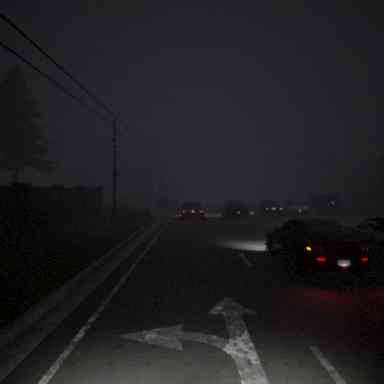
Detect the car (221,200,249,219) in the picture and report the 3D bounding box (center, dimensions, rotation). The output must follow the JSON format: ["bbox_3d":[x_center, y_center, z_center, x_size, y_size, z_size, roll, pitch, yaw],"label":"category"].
[{"bbox_3d":[3.604,1.429,28.241,1.882,1.535,5.008,0,0,0],"label":"car"}]

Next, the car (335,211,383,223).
[{"bbox_3d":[7.100,1.580,12.160,1.895,1.301,4.718,0,0,0],"label":"car"}]

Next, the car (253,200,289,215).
[{"bbox_3d":[7.104,1.495,31.301,2.033,1.411,5.357,0,0,0],"label":"car"}]

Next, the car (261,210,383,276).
[{"bbox_3d":[3.601,1.509,10.168,1.812,1.442,4.674,0,0,0],"label":"car"}]

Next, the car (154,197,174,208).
[{"bbox_3d":[-3.824,1.447,45.585,1.812,1.442,4.674,0,0,-22],"label":"car"}]

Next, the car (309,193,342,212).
[{"bbox_3d":[14.104,1.162,35.910,2.150,2.045,5.566,0,0,0],"label":"car"}]

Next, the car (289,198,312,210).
[{"bbox_3d":[10.605,1.543,34.936,1.895,1.301,4.718,0,0,0],"label":"car"}]

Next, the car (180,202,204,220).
[{"bbox_3d":[0.006,1.499,27.408,2.033,1.411,5.357,0,0,-2],"label":"car"}]
